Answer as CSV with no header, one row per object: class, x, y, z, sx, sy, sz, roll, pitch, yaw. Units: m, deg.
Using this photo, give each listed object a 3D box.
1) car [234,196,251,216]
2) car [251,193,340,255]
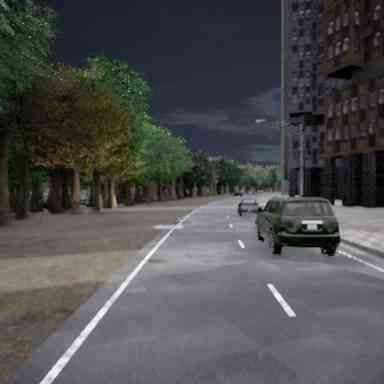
car,5.221,1.388,31.147,2.128,1.511,4.902,0,0,5
car,3.951,1.199,13.283,2.150,2.045,5.566,0,0,2
